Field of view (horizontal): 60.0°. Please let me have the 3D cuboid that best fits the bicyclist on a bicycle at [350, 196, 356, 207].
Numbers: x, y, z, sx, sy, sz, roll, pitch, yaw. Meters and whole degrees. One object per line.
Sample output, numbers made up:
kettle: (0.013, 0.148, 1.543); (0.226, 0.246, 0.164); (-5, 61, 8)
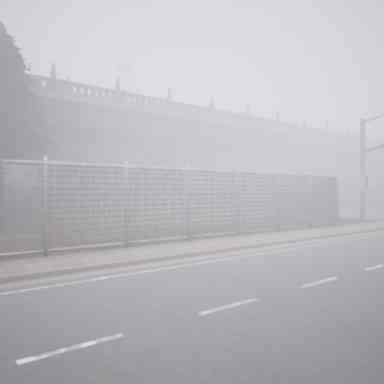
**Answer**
bicyclist on a bicycle: (22.670, 1.355, 46.797); (1.656, 1.620, 0.582); (0, 0, -36)
